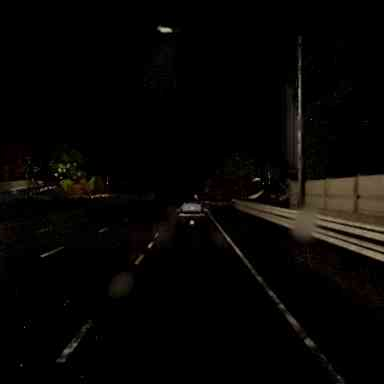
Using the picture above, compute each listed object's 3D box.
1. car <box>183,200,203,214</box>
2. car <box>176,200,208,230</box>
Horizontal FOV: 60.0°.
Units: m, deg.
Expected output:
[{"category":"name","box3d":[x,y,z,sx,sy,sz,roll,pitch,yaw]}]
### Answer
[{"category":"car","box3d":[0.192,1.577,35.667,1.994,1.385,4.181,0,0,3]},{"category":"car","box3d":[0.000,1.498,21.048,2.128,1.511,4.902,0,0,0]}]
